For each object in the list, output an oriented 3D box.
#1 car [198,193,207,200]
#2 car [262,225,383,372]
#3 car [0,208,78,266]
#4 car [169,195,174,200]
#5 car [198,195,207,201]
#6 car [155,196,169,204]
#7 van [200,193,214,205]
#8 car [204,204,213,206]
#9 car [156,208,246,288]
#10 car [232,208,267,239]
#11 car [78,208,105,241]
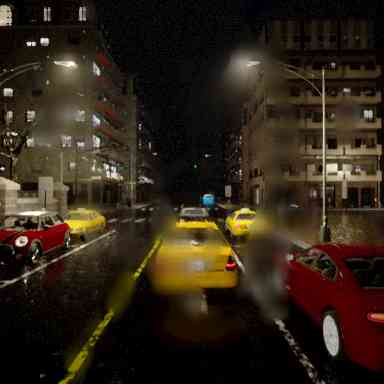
[{"bbox_3d":[2.678,1.237,88.983,2.192,1.841,5.009,1,0,0],"label":"car"},{"bbox_3d":[2.696,1.545,5.731,1.887,1.381,4.507,1,0,0],"label":"car"},{"bbox_3d":[-5.685,1.441,11.365,1.967,1.590,4.097,1,0,0],"label":"car"},{"bbox_3d":[-5.705,1.504,89.039,1.802,1.307,4.206,1,0,0],"label":"car"},{"bbox_3d":[2.677,1.483,83.312,2.008,1.369,4.403,1,0,0],"label":"car"},{"bbox_3d":[-5.698,1.548,60.684,1.802,1.307,4.206,1,0,0],"label":"car"},{"bbox_3d":[2.687,1.314,54.957,1.690,1.788,3.998,1,0,0],"label":"van"},{"bbox_3d":[0.135,1.600,20.136,1.895,1.301,4.718,0,0,1],"label":"car"},{"bbox_3d":[0.097,1.456,9.198,1.801,1.575,5.366,0,0,0],"label":"car"},{"bbox_3d":[2.693,1.525,17.135,1.752,1.417,4.829,1,0,0],"label":"car"},{"bbox_3d":[-5.687,1.525,16.810,1.752,1.417,4.829,1,0,0],"label":"car"}]
